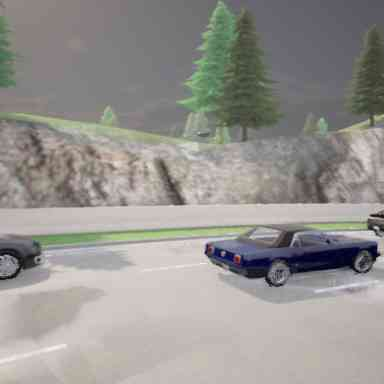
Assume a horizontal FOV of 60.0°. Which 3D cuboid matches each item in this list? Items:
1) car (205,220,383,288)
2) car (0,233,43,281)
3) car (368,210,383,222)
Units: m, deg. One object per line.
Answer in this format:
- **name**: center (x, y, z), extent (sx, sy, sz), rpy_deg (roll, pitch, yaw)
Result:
- **car**: center (2.822, 1.543, 8.987), extent (4.718, 1.301, 1.895), rpy_deg (0, 0, -26)
- **car**: center (-6.215, 1.406, 7.924), extent (4.892, 1.490, 1.837), rpy_deg (0, 0, -36)
- **car**: center (10.675, 1.426, 15.673), extent (4.902, 1.511, 2.128), rpy_deg (0, 0, -15)
